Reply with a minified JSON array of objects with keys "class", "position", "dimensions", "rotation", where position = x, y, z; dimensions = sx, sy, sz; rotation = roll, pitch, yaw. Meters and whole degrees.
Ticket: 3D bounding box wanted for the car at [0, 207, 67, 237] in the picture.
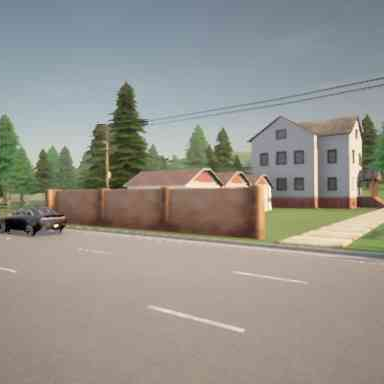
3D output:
[{"class":"car","position":[-9.232,1.632,19.183],"dimensions":[4.902,1.511,2.128],"rotation":[-1,0,36]}]
